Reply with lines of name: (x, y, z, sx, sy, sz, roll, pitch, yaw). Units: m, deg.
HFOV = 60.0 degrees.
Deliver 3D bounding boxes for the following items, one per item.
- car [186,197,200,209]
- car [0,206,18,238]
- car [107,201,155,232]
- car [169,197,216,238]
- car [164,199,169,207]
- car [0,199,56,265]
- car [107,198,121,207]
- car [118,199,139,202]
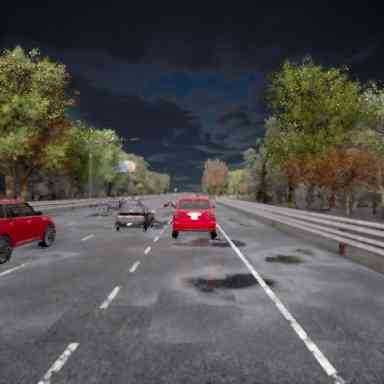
car: (0.143, 1.631, 50.408, 1.882, 1.535, 5.008, 0, 0, 0)
car: (-10.389, 1.520, 15.553, 1.882, 1.535, 5.008, 0, 0, 0)
car: (-3.383, 1.551, 20.397, 2.128, 1.511, 4.902, 0, 0, 0)
car: (0.116, 1.277, 18.220, 2.150, 2.045, 5.566, 0, 0, 0)
car: (-3.354, 1.763, 53.582, 1.895, 1.301, 4.718, 0, 0, 0)
car: (-6.891, 1.256, 11.854, 2.150, 2.045, 5.566, 0, 0, 0)
car: (-10.361, 1.628, 45.837, 2.128, 1.511, 4.902, 0, 0, 0)
car: (-6.868, 1.665, 39.518, 2.033, 1.411, 5.357, 0, 0, 0)
